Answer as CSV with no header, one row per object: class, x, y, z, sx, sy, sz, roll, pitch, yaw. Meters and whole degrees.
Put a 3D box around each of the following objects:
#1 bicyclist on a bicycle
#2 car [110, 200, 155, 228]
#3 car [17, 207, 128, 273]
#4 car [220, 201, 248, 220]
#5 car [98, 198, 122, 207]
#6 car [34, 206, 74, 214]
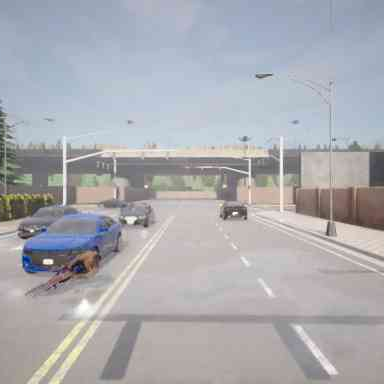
bicyclist on a bicycle,-2.618,1.766,7.312,1.620,0.582,1.656,-28,-7,10
car,-3.573,1.491,21.991,2.128,1.511,4.902,0,0,1
car,-3.607,1.478,10.847,1.882,1.535,5.008,0,0,0
car,3.449,1.478,28.108,1.882,1.535,5.008,0,0,0
car,-10.814,1.534,45.724,4.181,1.385,1.994,0,0,18
car,-7.099,1.506,17.193,1.837,1.490,4.892,0,0,0
